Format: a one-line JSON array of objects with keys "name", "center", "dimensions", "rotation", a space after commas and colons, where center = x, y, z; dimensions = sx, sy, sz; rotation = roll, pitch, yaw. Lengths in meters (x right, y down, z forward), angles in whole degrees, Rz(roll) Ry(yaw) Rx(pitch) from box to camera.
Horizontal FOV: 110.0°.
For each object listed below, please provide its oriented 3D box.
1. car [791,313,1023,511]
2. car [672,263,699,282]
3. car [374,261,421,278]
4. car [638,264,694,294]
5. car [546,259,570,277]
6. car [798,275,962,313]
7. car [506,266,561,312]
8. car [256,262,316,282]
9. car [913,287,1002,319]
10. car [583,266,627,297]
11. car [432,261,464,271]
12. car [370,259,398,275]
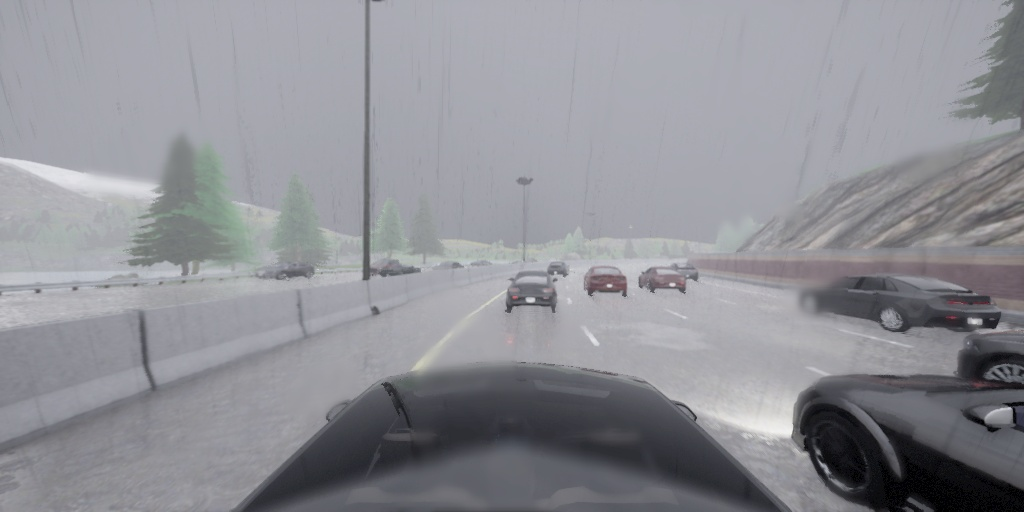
[{"name": "car", "center": [3.690, 1.326, 1.722], "dimensions": [1.994, 1.385, 4.181], "rotation": [0, 0, 0]}, {"name": "car", "center": [13.929, 1.328, 29.706], "dimensions": [2.128, 1.511, 4.902], "rotation": [0, 0, 12]}, {"name": "car", "center": [-10.489, 1.363, 33.682], "dimensions": [1.895, 1.301, 4.718], "rotation": [0, 0, 13]}, {"name": "car", "center": [8.703, 1.332, 21.010], "dimensions": [1.812, 1.442, 4.674], "rotation": [0, 0, 8]}, {"name": "car", "center": [4.651, 1.320, 35.962], "dimensions": [1.837, 1.490, 4.892], "rotation": [0, 0, 14]}, {"name": "car", "center": [11.064, 1.304, 10.843], "dimensions": [1.837, 1.490, 4.892], "rotation": [0, 0, 4]}, {"name": "car", "center": [0.834, 1.297, 14.195], "dimensions": [1.812, 1.442, 4.674], "rotation": [0, 0, 5]}, {"name": "car", "center": [-18.427, 1.222, 29.434], "dimensions": [2.128, 1.511, 4.902], "rotation": [0, 0, 11]}, {"name": "car", "center": [7.190, 1.267, 3.001], "dimensions": [2.128, 1.511, 4.902], "rotation": [0, 0, 1]}, {"name": "car", "center": [4.972, 1.270, 19.519], "dimensions": [1.882, 1.535, 5.008], "rotation": [0, 0, 8]}, {"name": "car", "center": [-6.359, 1.284, 35.939], "dimensions": [1.837, 1.490, 4.892], "rotation": [0, 0, 14]}, {"name": "car", "center": [-13.221, 1.111, 37.244], "dimensions": [2.097, 1.767, 4.553], "rotation": [0, 0, 13]}]
